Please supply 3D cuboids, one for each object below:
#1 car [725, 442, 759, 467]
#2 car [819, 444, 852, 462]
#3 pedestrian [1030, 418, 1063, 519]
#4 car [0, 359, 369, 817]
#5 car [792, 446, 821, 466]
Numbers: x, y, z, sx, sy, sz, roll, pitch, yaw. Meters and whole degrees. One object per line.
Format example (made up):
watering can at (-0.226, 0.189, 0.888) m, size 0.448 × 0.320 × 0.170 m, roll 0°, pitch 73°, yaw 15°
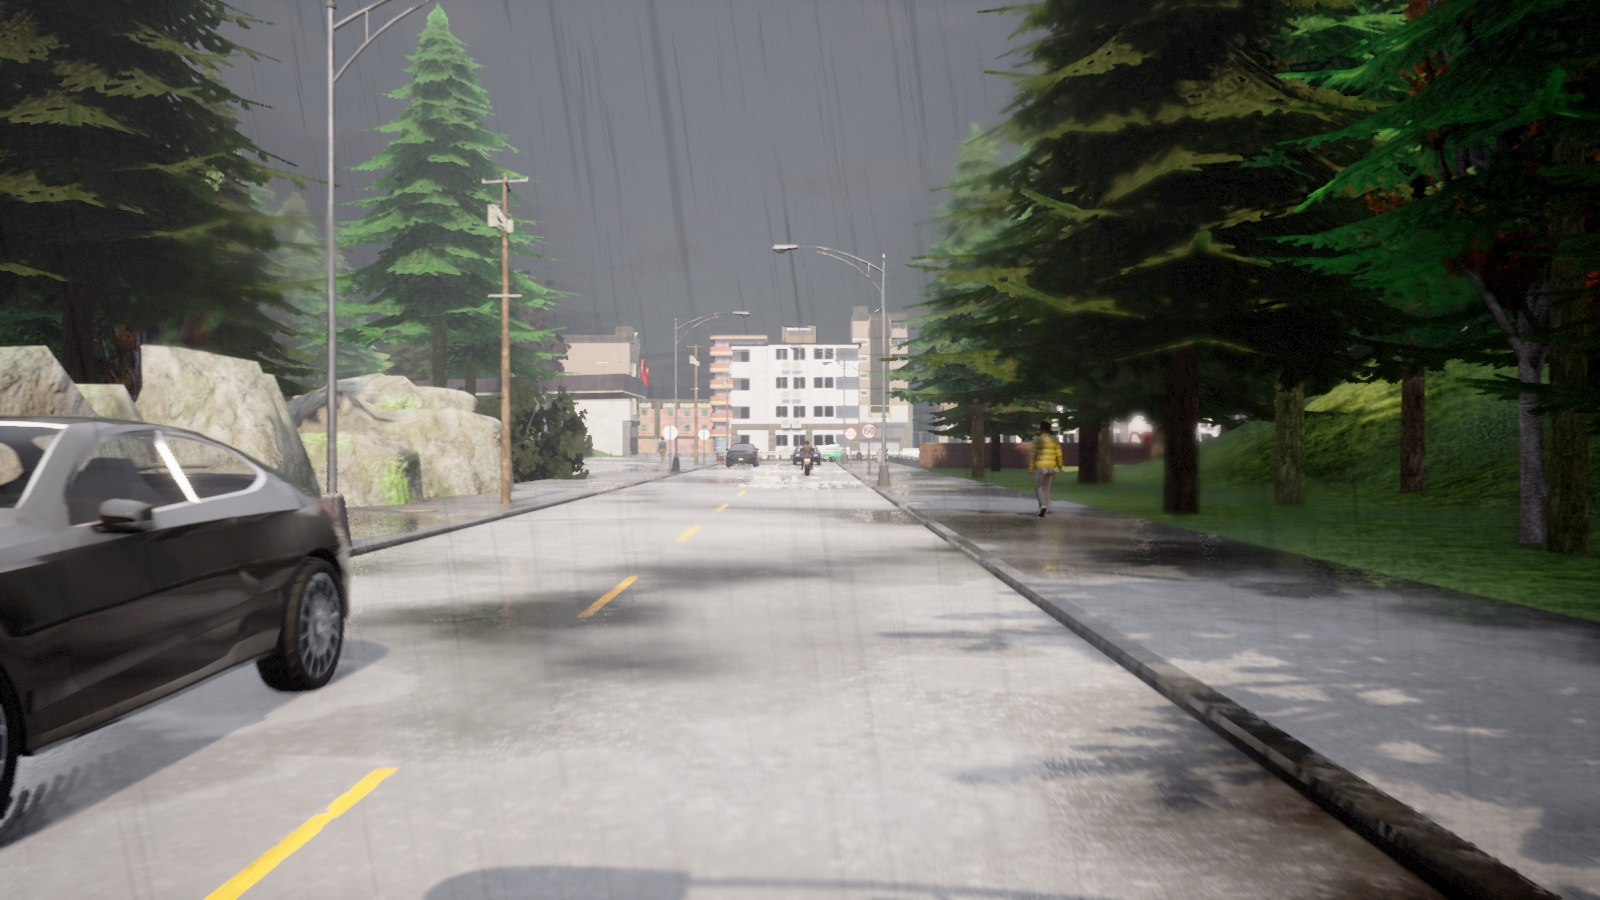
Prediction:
car at (-3.578, 0.280, 78.251) m, size 1.882 × 1.535 × 5.008 m, roll 0°, pitch 0°, yaw 0°
car at (2.755, 0.256, 97.393) m, size 1.481 × 1.376 × 2.207 m, roll -1°, pitch 0°, yaw 36°
pedestrian at (4.556, 0.329, 23.252) m, size 0.431 × 1.840 × 0.709 m, roll 0°, pitch 0°, yaw -3°
car at (-3.951, 0.489, 5.825) m, size 2.152 × 1.651 × 5.027 m, roll 0°, pitch 0°, yaw 0°
car at (0.454, 0.367, 85.213) m, size 1.895 × 1.301 × 4.718 m, roll 0°, pitch 0°, yaw 0°
